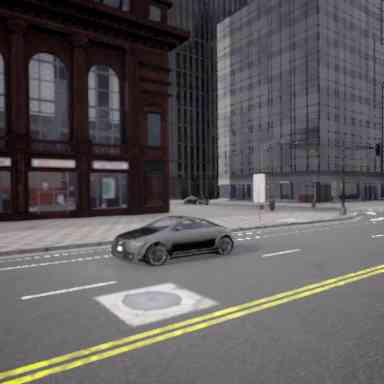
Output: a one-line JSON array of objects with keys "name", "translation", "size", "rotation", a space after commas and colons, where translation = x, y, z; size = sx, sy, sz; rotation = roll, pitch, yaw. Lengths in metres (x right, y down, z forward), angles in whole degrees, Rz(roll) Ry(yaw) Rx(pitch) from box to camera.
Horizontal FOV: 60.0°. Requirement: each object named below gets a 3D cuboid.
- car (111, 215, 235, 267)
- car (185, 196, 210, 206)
[{"name": "car", "translation": [-0.562, 1.511, 11.262], "size": [4.181, 1.385, 1.994], "rotation": [-1, 0, -35]}, {"name": "car", "translation": [0.737, 1.332, 50.934], "size": [1.837, 1.490, 4.892], "rotation": [-1, 1, -35]}]
